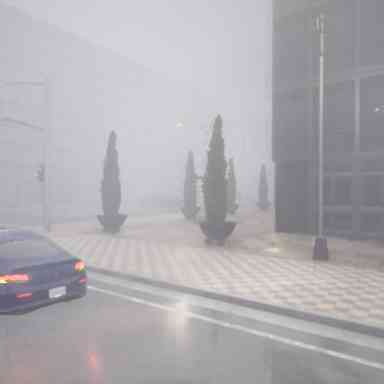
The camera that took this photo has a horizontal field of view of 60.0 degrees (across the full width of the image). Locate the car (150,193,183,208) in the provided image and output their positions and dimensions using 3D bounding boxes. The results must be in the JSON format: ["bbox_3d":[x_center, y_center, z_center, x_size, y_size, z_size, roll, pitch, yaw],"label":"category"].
[{"bbox_3d":[-2.942,1.283,44.483,1.837,1.490,4.892,0,0,36],"label":"car"}]

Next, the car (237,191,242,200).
[{"bbox_3d":[6.714,0.721,57.600,2.150,2.045,5.566,0,0,36],"label":"car"}]

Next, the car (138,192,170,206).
[{"bbox_3d":[-5.169,0.980,47.369,2.150,2.045,5.566,0,0,36],"label":"car"}]

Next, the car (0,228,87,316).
[{"bbox_3d":[-4.093,1.484,6.876,4.674,1.442,1.812,0,0,36],"label":"car"}]
